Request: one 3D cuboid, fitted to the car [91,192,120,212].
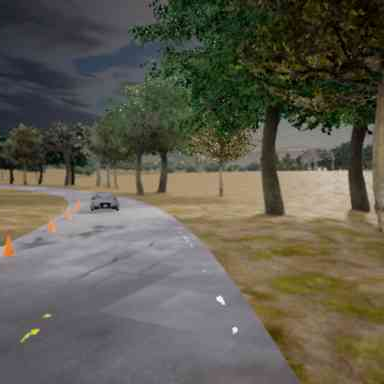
[{"bbox_3d":[-6.590,0.710,25.145,1.994,1.385,4.181,-1,2,-16],"label":"car"}]

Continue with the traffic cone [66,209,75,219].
[{"bbox_3d":[-7.304,1.310,19.745,0.340,0.580,0.340,-1,2,-13],"label":"traffic cone"}]

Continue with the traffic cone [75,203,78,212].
[{"bbox_3d":[-8.509,1.134,24.458,0.340,0.580,0.340,-1,2,-16],"label":"traffic cone"}]

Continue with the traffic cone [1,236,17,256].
[{"bbox_3d":[-5.597,1.637,10.168,0.340,0.580,0.340,0,2,-7],"label":"traffic cone"}]

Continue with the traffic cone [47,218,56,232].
[{"bbox_3d":[-6.333,1.478,14.978,0.340,0.580,0.340,0,2,-10],"label":"traffic cone"}]
